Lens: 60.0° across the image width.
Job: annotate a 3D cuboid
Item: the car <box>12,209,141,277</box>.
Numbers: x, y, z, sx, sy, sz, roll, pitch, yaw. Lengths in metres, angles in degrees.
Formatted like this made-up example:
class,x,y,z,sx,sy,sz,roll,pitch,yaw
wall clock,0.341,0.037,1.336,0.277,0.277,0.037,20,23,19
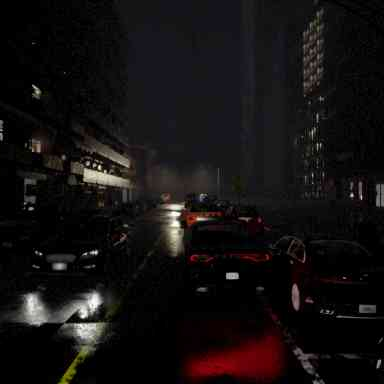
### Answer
class,x,y,z,sx,sy,sz,roll,pitch,yaw
car,-3.123,1.494,10.283,2.128,1.511,4.902,0,0,0

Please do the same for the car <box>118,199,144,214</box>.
class,x,y,z,sx,sy,sz,roll,pitch,yaw
car,-5.744,1.576,29.526,1.947,1.339,4.313,1,0,0

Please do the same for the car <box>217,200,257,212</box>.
class,x,y,z,sx,sy,sz,roll,pitch,yaw
car,2.662,1.446,18.404,1.967,1.590,4.097,1,0,0

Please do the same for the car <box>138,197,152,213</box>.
class,x,y,z,sx,sy,sz,roll,pitch,yaw
car,-5.756,1.563,35.095,2.008,1.369,4.403,1,0,0

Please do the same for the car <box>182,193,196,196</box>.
class,x,y,z,sx,sy,sz,roll,pitch,yaw
car,-0.131,1.245,59.447,2.150,2.045,5.566,0,0,0

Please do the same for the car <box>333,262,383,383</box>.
class,x,y,z,sx,sy,sz,roll,pitch,yaw
car,2.698,1.551,1.696,2.008,1.369,4.403,1,0,0

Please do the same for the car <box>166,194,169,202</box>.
class,x,y,z,sx,sy,sz,roll,pitch,yaw
car,-5.817,1.551,62.774,1.752,1.417,4.829,1,0,0

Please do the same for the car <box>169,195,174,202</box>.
class,x,y,z,sx,sy,sz,roll,pitch,yaw
car,-5.839,1.347,74.083,2.192,1.841,5.009,1,0,0

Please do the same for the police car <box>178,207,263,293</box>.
class,x,y,z,sx,sy,sz,roll,pitch,yaw
police car,0.665,1.427,9.043,1.930,1.638,5.238,0,0,-3

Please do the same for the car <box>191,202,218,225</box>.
class,x,y,z,sx,sy,sz,roll,pitch,yaw
car,0.845,1.534,24.947,1.812,1.442,4.674,0,0,0

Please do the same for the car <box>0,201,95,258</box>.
class,x,y,z,sx,sy,sz,roll,pitch,yaw
car,-5.703,1.319,12.816,2.192,1.841,5.009,1,0,0

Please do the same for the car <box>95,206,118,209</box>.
class,x,y,z,sx,sy,sz,roll,pitch,yaw
car,-5.719,1.550,18.386,1.887,1.381,4.507,1,0,0

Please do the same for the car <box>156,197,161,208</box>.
class,x,y,z,sx,sy,sz,roll,pitch,yaw
car,-5.780,1.543,46.065,1.752,1.417,4.829,1,0,0

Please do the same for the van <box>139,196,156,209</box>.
class,x,y,z,sx,sy,sz,roll,pitch,yaw
van,-5.765,1.356,40.666,1.690,1.788,3.998,1,0,0

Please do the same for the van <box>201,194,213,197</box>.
class,x,y,z,sx,sy,sz,roll,pitch,yaw
van,2.603,1.359,46.253,1.690,1.788,3.998,1,0,0

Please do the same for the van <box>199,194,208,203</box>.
class,x,y,z,sx,sy,sz,roll,pitch,yaw
van,2.541,1.373,74.101,1.690,1.788,3.998,1,0,0

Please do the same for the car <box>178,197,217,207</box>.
class,x,y,z,sx,sy,sz,roll,pitch,yaw
car,0.485,1.357,18.827,2.097,1.767,4.553,0,0,-7

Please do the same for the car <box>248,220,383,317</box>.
class,x,y,z,sx,sy,sz,roll,pitch,yaw
car,2.686,1.553,7.264,2.008,1.369,4.403,1,0,0

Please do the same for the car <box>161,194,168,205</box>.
class,x,y,z,sx,sy,sz,roll,pitch,yaw
car,-5.805,1.574,57.373,2.008,1.369,4.403,1,0,0

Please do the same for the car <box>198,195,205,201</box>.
class,x,y,z,sx,sy,sz,roll,pitch,yaw
car,2.501,1.569,90.979,1.752,1.417,4.829,1,0,0

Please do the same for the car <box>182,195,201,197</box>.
class,x,y,z,sx,sy,sz,roll,pitch,yaw
car,-0.086,1.543,45.842,1.812,1.442,4.674,0,0,0

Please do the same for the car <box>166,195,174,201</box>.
class,x,y,z,sx,sy,sz,roll,pitch,yaw
car,-5.879,1.588,90.792,1.887,1.381,4.507,1,0,0
